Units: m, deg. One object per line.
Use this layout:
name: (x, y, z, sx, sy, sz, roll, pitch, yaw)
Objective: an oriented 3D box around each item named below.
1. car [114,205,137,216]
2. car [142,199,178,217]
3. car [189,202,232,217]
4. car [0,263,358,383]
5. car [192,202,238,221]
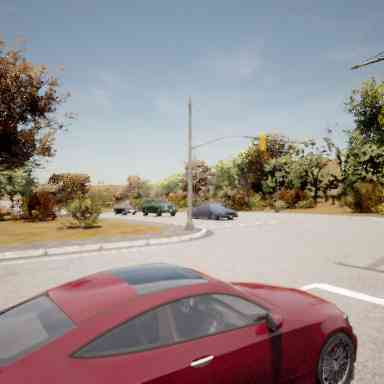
car: (-9.366, 2.565, 46.754, 2.128, 1.511, 4.902, 0, -3, -33)
car: (-3.814, 1.781, 38.237, 2.150, 2.045, 5.566, 0, -3, -33)
car: (1.917, 1.848, 36.144, 2.128, 1.511, 4.902, 0, -2, -33)
car: (-0.184, 1.527, 3.526, 4.674, 1.442, 1.812, 0, 0, -35)
car: (1.768, 1.734, 29.694, 2.033, 1.411, 5.357, 0, -2, -33)
